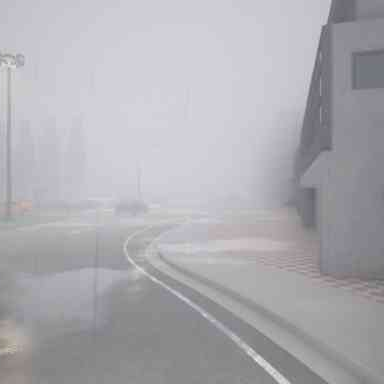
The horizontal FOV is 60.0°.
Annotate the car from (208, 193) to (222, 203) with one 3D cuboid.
[{"bbox_3d":[4.938,1.197,70.949,2.150,2.045,5.566,0,0,16],"label":"car"}]

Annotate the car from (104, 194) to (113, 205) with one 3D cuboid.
[{"bbox_3d":[-10.032,1.475,47.924,2.128,1.511,4.902,0,0,16],"label":"car"}]

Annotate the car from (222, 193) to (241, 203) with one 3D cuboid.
[{"bbox_3d":[8.299,1.205,69.935,2.150,2.045,5.566,0,0,16],"label":"car"}]

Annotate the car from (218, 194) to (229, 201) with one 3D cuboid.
[{"bbox_3d":[7.669,1.334,80.541,1.812,1.442,4.674,0,0,16],"label":"car"}]

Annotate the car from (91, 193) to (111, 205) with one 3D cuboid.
[{"bbox_3d":[-13.477,1.206,48.624,2.150,2.045,5.566,0,0,16],"label":"car"}]

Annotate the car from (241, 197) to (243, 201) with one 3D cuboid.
[{"bbox_3d":[11.139,1.530,79.948,1.994,1.385,4.181,0,0,16],"label":"car"}]

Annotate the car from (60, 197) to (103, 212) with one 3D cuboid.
[{"bbox_3d":[-12.736,1.589,38.704,1.895,1.301,4.718,0,0,17],"label":"car"}]

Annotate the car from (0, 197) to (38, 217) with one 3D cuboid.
[{"bbox_3d":[-16.610,1.468,29.274,1.882,1.535,5.008,0,0,26],"label":"car"}]

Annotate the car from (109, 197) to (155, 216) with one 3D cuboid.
[{"bbox_3d":[-5.733,1.481,32.456,2.128,1.511,4.902,0,0,14],"label":"car"}]

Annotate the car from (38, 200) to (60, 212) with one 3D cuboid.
[{"bbox_3d":[-16.176,1.588,39.413,1.895,1.301,4.718,0,0,17],"label":"car"}]

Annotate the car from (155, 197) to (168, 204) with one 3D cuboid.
[{"bbox_3d":[-6.028,1.546,61.873,1.994,1.385,4.181,0,0,16],"label":"car"}]
